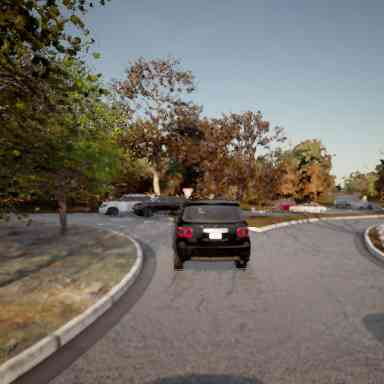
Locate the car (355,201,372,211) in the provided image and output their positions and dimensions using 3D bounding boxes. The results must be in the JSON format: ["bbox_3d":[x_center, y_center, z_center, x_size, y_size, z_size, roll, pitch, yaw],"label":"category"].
[{"bbox_3d":[26.277,2.101,50.866,1.812,1.442,4.674,0,0,36],"label":"car"}]

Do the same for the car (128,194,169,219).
[{"bbox_3d":[-2.565,1.280,30.110,5.566,2.045,2.150,1,0,-23],"label":"car"}]

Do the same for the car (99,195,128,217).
[{"bbox_3d":[-5.964,1.263,31.799,5.566,2.045,2.150,0,0,-21],"label":"car"}]

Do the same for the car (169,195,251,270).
[{"bbox_3d":[0.407,1.239,11.292,2.150,2.045,5.566,0,0,-4],"label":"car"}]

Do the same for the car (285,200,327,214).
[{"bbox_3d":[13.522,1.938,38.869,4.718,1.301,1.895,1,-1,-34],"label":"car"}]

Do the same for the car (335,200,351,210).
[{"bbox_3d":[24.464,2.086,53.876,1.837,1.490,4.892,0,0,34],"label":"car"}]

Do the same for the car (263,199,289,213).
[{"bbox_3d":[11.007,1.671,41.200,4.553,1.767,2.097,1,-1,-33],"label":"car"}]
